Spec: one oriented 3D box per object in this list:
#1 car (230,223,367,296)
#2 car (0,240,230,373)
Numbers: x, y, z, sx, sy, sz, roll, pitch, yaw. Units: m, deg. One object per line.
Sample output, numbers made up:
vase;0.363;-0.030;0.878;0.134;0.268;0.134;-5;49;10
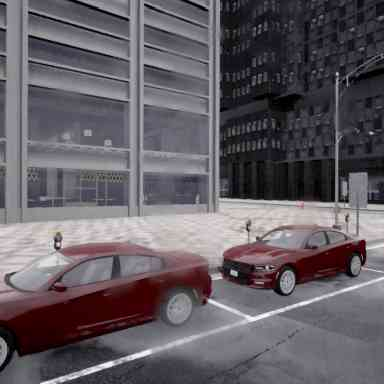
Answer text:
car;2.754;1.545;8.642;4.507;1.381;1.887;0;0;-36
car;-1.739;1.545;5.426;4.507;1.381;1.887;0;0;-36
